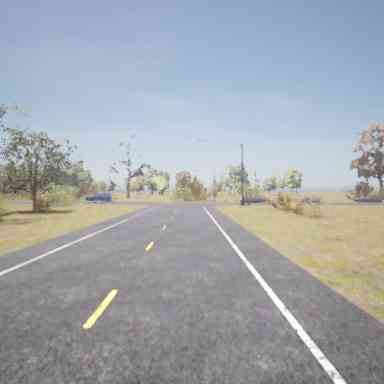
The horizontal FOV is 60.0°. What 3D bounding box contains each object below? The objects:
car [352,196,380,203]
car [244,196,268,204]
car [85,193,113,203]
[{"bbox_3d":[36.953,1.655,70.597,5.357,1.411,2.033,0,0,-2],"label":"car"},{"bbox_3d":[12.362,1.564,62.860,4.902,1.511,2.128,0,0,-2],"label":"car"},{"bbox_3d":[-19.323,1.135,69.019,5.566,2.045,2.150,0,0,-2],"label":"car"}]
